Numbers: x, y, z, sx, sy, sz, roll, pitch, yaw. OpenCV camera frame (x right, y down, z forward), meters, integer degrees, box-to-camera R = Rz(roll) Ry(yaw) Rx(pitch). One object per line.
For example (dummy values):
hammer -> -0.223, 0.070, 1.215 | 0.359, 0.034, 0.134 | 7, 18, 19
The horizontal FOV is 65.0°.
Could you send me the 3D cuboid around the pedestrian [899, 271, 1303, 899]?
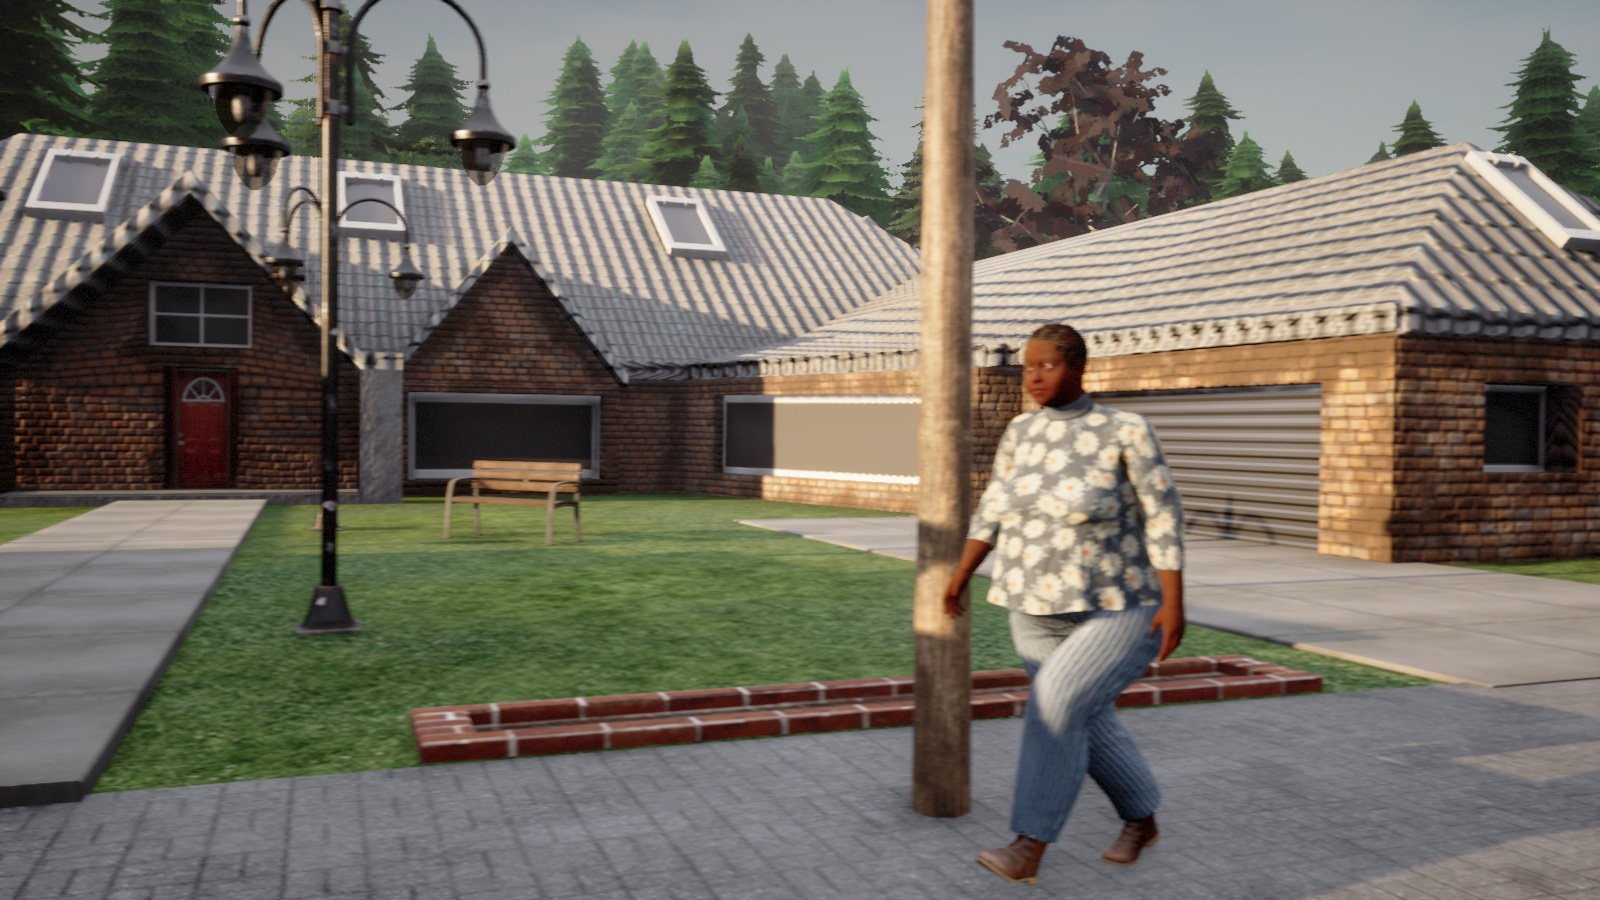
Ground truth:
pedestrian -> 0.956, 0.431, 4.040 | 0.900, 1.855, 0.874 | -1, 1, -35
